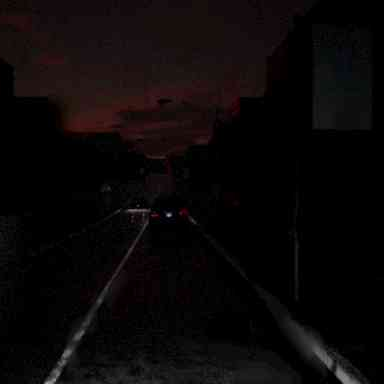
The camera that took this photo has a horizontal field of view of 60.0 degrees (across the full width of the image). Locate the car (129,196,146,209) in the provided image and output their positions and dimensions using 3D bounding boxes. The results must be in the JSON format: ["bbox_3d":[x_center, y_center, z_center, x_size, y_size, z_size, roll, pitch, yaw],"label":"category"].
[{"bbox_3d":[-6.108,1.208,38.547,1.994,1.385,4.181,-1,3,-5],"label":"car"}]

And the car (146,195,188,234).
[{"bbox_3d":[-1.434,1.314,20.344,2.150,2.045,5.566,-1,0,-4],"label":"car"}]

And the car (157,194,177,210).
[{"bbox_3d":[-2.924,1.101,38.792,2.128,1.511,4.902,-1,3,-5],"label":"car"}]
